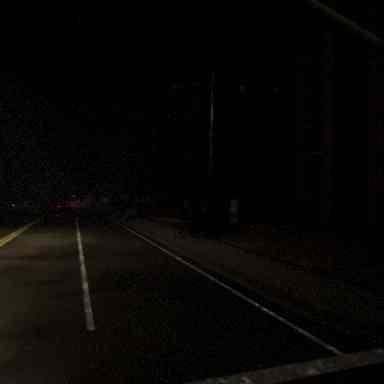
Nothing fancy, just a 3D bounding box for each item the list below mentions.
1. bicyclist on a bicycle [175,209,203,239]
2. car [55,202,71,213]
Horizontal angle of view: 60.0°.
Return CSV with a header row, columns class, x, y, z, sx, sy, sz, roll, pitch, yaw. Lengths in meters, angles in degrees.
class,x,y,z,sx,sy,sz,roll,pitch,yaw
bicyclist on a bicycle,-0.148,1.744,18.063,1.656,1.620,0.582,2,-1,-20
car,-18.438,2.239,47.610,2.128,1.511,4.902,2,-2,-20
